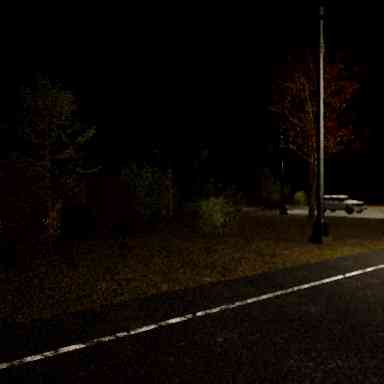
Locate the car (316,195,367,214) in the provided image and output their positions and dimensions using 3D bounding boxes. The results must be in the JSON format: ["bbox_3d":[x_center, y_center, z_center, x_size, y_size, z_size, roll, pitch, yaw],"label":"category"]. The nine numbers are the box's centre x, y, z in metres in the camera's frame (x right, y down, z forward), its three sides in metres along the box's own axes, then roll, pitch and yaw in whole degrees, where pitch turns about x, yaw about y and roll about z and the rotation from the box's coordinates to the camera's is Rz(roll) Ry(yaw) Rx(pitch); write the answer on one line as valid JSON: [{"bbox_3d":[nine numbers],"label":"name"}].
[{"bbox_3d":[16.940,1.410,38.113,2.150,2.045,5.566,-2,0,-32],"label":"car"}]

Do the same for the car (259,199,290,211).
[{"bbox_3d":[11.630,1.817,47.088,1.837,1.490,4.892,-2,0,-31],"label":"car"}]
